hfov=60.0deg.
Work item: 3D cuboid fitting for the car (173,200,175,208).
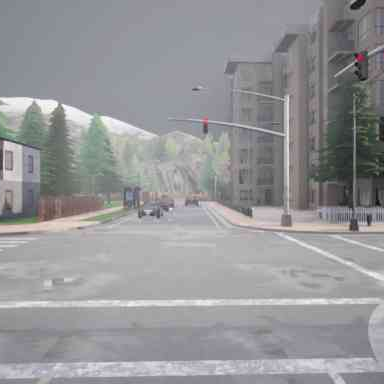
[{"bbox_3d":[-3.630,1.564,49.071,1.994,1.385,4.181,0,0,0],"label":"car"}]

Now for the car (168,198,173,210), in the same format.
[{"bbox_3d":[-3.636,1.601,39.048,1.895,1.301,4.718,0,0,0],"label":"car"}]

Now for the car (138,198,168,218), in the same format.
[{"bbox_3d":[-3.627,1.491,29.818,2.128,1.511,4.902,0,0,0],"label":"car"}]

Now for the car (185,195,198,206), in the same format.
[{"bbox_3d":[-0.064,1.352,54.222,2.097,1.767,4.553,0,0,0],"label":"car"}]
